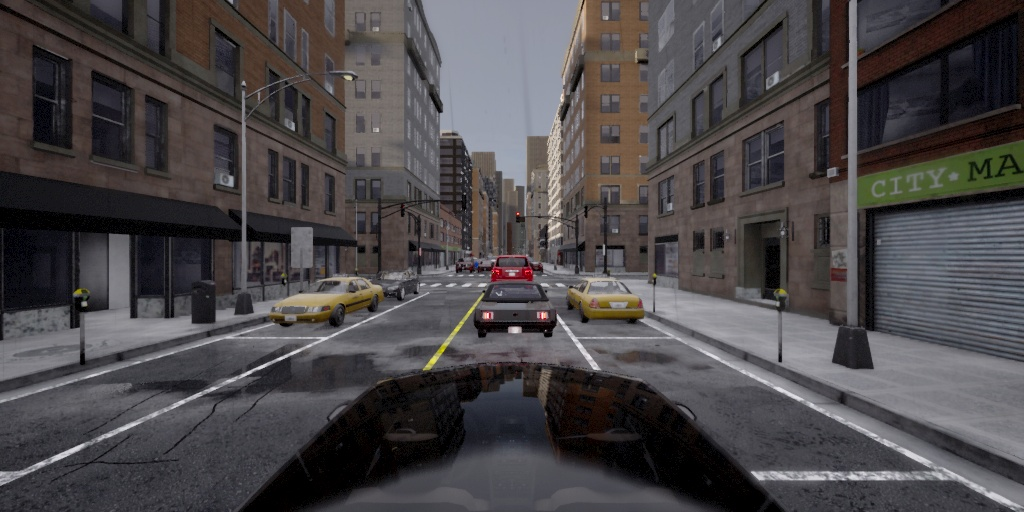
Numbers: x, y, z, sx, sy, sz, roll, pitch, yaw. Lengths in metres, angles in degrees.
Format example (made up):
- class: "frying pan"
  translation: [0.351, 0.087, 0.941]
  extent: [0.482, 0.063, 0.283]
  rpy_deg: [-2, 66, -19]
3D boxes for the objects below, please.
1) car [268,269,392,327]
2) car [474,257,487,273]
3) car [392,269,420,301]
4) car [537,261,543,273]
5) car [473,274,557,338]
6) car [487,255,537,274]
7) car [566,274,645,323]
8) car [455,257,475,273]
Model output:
- class: "car"
  translation: [-5.666, 1.276, 11.589]
  extent: [1.751, 1.417, 4.829]
  rpy_deg: [0, 0, 0]
- class: "car"
  translation: [-3.092, 1.241, 43.632]
  extent: [1.882, 1.535, 5.008]
  rpy_deg: [0, 0, 0]
- class: "car"
  translation: [-5.665, 1.302, 17.284]
  extent: [2.007, 1.370, 4.403]
  rpy_deg: [0, 0, 0]
- class: "car"
  translation: [2.865, 1.308, 44.056]
  extent: [1.888, 1.381, 4.507]
  rpy_deg: [0, 0, 0]
- class: "car"
  translation: [0.083, 1.351, 10.166]
  extent: [1.895, 1.301, 4.718]
  rpy_deg: [0, 0, 0]
- class: "car"
  translation: [0.004, 0.974, 19.936]
  extent: [2.150, 2.045, 5.566]
  rpy_deg: [0, 0, 0]
- class: "car"
  translation: [2.859, 1.276, 11.927]
  extent: [1.751, 1.417, 4.829]
  rpy_deg: [0, 0, 0]
- class: "car"
  translation: [-5.660, 1.078, 44.058]
  extent: [2.192, 1.841, 5.009]
  rpy_deg: [0, 0, 0]
